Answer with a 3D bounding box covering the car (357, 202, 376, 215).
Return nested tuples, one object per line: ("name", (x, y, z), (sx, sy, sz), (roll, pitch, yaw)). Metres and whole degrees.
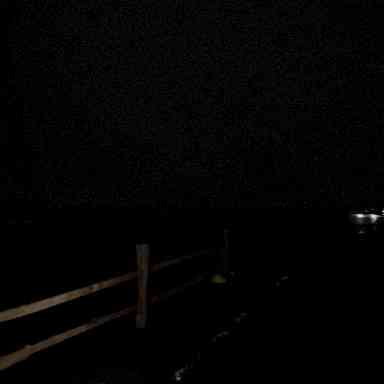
("car", (22.508, 2.109, 42.924), (1.837, 1.490, 4.892), (0, -1, 29))
